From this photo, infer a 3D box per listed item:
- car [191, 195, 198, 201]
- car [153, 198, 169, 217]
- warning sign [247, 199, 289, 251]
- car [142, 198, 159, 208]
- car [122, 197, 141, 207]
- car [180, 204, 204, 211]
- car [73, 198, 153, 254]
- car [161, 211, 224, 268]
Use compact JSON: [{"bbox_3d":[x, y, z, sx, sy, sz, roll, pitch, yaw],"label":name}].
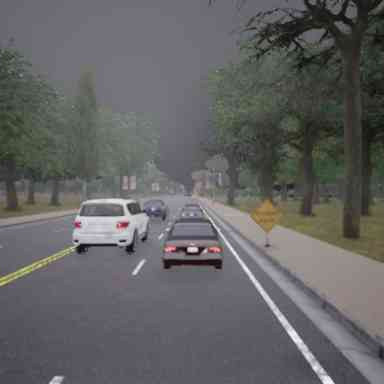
[{"bbox_3d":[0.702,1.703,92.600,1.882,1.535,5.008,0,0,0],"label":"car"},{"bbox_3d":[-3.230,1.508,29.932,2.097,1.767,4.553,0,0,0],"label":"car"},{"bbox_3d":[2.836,1.191,12.572,1.300,1.860,1.060,0,-1,0],"label":"warning sign"},{"bbox_3d":[-6.721,1.754,54.445,2.033,1.411,5.357,0,0,0],"label":"car"},{"bbox_3d":[-9.974,1.698,55.096,2.128,1.511,4.902,0,0,0],"label":"car"},{"bbox_3d":[0.005,1.691,26.489,2.033,1.411,5.357,0,0,0],"label":"car"},{"bbox_3d":[-3.198,1.308,14.130,2.150,2.045,5.566,0,0,0],"label":"car"},{"bbox_3d":[0.036,1.617,11.494,2.033,1.411,5.357,0,0,0],"label":"car"}]
